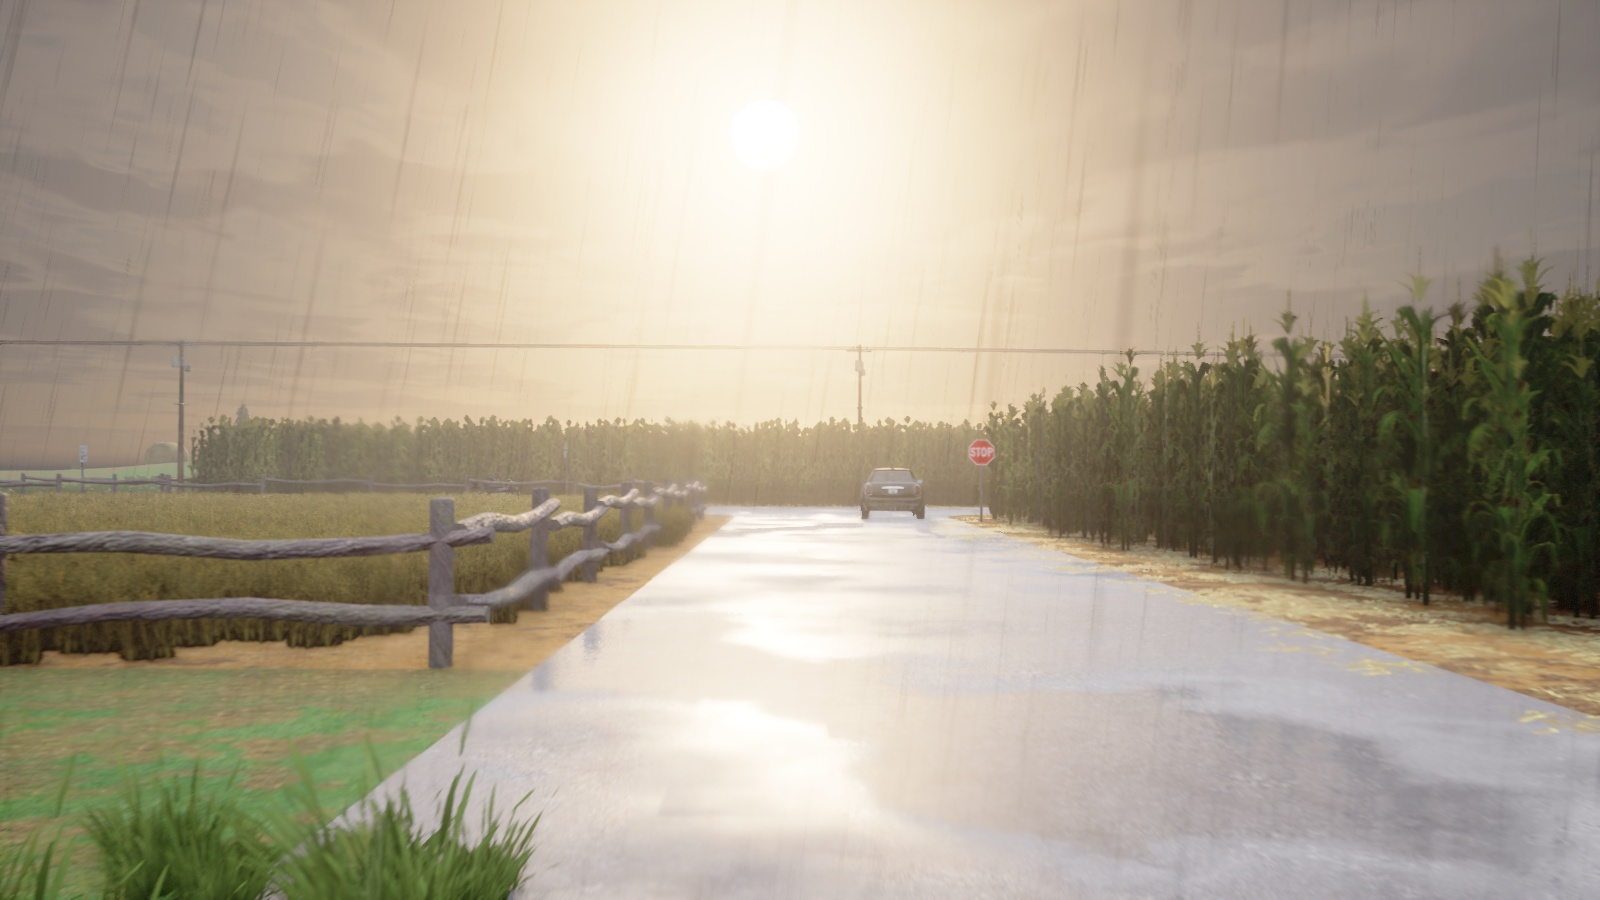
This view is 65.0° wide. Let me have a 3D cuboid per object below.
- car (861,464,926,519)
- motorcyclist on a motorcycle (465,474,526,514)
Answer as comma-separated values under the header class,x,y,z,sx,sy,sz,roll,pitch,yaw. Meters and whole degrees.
class,x,y,z,sx,sy,sz,roll,pitch,yaw
car,3.142,1.375,42.803,2.097,1.767,4.553,0,-1,3
motorcyclist on a motorcycle,-11.912,1.719,49.184,2.191,1.530,0.866,0,-1,0
